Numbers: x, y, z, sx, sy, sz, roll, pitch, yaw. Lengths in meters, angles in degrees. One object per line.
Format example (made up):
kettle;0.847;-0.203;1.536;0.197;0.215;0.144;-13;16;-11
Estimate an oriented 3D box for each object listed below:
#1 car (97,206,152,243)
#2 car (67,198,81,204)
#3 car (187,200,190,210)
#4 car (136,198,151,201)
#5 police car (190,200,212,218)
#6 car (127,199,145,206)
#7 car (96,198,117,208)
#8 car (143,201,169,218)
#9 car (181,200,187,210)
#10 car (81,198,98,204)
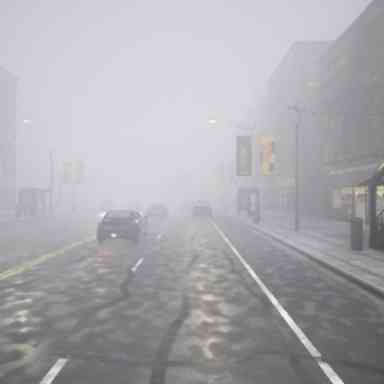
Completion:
car;-3.420;1.658;16.957;1.837;1.490;4.892;0;-1;0
car;-29.357;2.280;84.279;4.674;1.452;2.002;0;-1;20
car;0.820;1.857;44.513;1.801;1.575;5.366;0;-1;-5
car;-10.876;1.959;68.793;2.128;1.511;4.902;0;-1;-43
police car;1.009;1.731;33.893;1.930;1.638;5.238;0;-1;0
car;-7.554;1.957;43.621;1.994;1.385;4.181;0;-1;-6
car;-11.133;1.894;44.584;2.128;1.511;4.902;0;-1;-9
car;-3.441;1.867;33.564;1.994;1.385;4.181;0;-1;0
car;-0.358;1.987;51.255;1.812;1.442;4.674;0;-1;-15
car;-22.655;2.057;77.959;5.357;1.411;2.033;0;-1;27
